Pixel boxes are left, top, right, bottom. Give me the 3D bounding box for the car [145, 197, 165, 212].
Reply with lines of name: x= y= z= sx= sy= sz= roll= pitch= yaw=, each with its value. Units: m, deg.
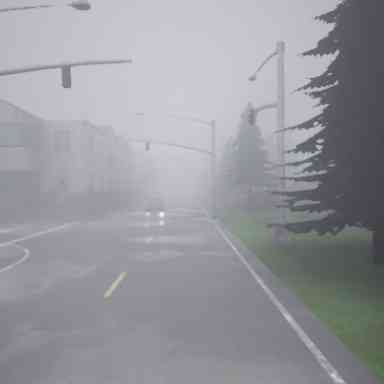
car: x=-3.915 y=1.321 z=35.939 sx=1.837 sy=1.490 sz=4.892 roll=0 pitch=1 yaw=-1
